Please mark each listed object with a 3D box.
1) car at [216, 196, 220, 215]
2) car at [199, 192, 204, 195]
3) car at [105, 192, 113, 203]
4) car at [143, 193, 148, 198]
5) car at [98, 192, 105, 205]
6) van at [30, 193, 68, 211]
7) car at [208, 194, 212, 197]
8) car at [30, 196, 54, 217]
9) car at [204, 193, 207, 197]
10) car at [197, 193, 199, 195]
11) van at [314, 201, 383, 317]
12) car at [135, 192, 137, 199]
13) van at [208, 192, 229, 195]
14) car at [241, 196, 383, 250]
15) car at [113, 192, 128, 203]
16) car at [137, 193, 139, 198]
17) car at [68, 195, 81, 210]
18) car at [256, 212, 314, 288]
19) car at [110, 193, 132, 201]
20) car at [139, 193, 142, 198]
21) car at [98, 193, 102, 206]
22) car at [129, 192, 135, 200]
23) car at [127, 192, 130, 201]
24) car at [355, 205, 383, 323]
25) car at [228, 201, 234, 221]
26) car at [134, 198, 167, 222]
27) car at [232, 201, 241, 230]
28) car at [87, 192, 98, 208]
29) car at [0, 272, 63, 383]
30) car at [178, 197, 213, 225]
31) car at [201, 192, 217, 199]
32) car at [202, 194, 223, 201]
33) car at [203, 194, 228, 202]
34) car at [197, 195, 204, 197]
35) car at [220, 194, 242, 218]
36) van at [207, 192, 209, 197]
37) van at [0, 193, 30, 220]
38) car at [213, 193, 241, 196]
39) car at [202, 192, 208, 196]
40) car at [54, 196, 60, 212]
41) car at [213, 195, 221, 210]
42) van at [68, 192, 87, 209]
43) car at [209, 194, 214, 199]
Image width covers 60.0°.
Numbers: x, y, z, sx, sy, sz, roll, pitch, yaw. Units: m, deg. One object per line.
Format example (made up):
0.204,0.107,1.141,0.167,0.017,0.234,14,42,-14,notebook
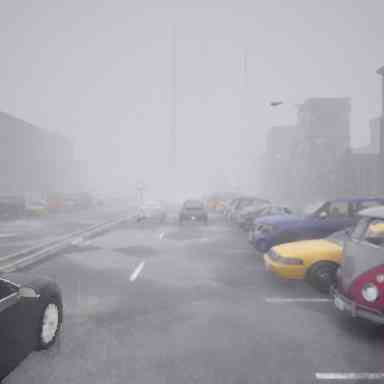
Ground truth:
4.698,1.344,27.609,4.892,1.521,2.231,0,0,0,car
4.640,0.994,63.741,5.566,2.045,2.435,0,0,0,car
-15.583,1.067,50.996,5.566,2.045,2.435,0,0,0,car
-15.581,0.903,89.602,5.566,2.045,2.435,0,0,0,car
-15.581,1.199,48.361,4.553,1.767,2.185,0,0,0,car
-15.647,1.125,34.447,4.442,1.987,1.878,0,0,0,van
4.685,1.349,41.505,4.674,1.452,2.002,0,0,0,car
-15.337,1.360,28.934,5.366,1.575,1.946,0,0,0,car
4.672,1.288,49.844,4.892,1.521,2.231,0,0,0,car
4.737,0.899,91.526,5.566,2.045,2.435,0,0,0,car
4.590,1.218,5.376,4.442,1.987,1.878,0,0,0,van
-15.587,1.258,75.686,4.674,1.452,2.002,0,0,0,car
4.798,1.076,44.284,4.442,1.987,1.878,0,0,0,van
4.675,1.160,10.933,5.566,2.045,2.435,0,0,0,car
-15.545,1.300,64.785,4.792,1.488,2.163,0,0,0,car
-15.591,1.243,78.574,4.674,1.452,2.002,0,0,0,car
-15.540,1.346,37.206,5.008,1.535,2.097,0,0,0,car
4.519,1.424,8.157,5.366,1.575,1.946,0,0,0,car
-15.555,1.106,73.058,4.553,1.767,2.185,0,0,0,car
-15.592,1.190,81.331,5.008,1.535,2.097,0,0,0,car
-15.541,1.330,45.604,5.008,1.535,2.097,0,0,0,car
-15.554,0.994,70.300,5.566,2.045,2.435,0,0,0,car
-15.580,1.298,67.543,4.674,1.452,2.002,0,0,0,car
4.680,1.210,2.599,5.566,2.045,2.435,0,0,0,car
4.695,1.412,19.272,4.674,1.452,2.002,0,0,0,car
-2.916,1.396,24.754,1.812,1.442,4.674,0,0,0,car
4.693,1.385,16.493,4.892,1.521,2.231,0,0,0,car
-15.571,1.085,42.721,5.566,2.045,2.435,0,0,0,car
-2.902,1.482,3.225,1.837,1.490,4.892,0,0,0,car
0.085,1.371,22.675,2.128,1.511,4.902,0,0,0,car
4.748,1.019,94.339,4.553,1.767,2.185,0,0,0,car
4.704,1.225,77.632,4.792,1.488,2.163,0,0,0,car
4.661,1.237,66.521,4.892,1.521,2.231,0,0,0,car
0.074,1.395,40.118,1.994,1.385,4.181,0,0,0,car
4.663,1.225,24.831,4.553,1.767,2.185,0,0,0,car
4.797,1.069,47.063,4.442,1.987,1.878,0,0,0,van
-15.636,1.144,26.174,4.442,1.987,1.878,0,0,0,van
4.720,1.202,33.167,4.553,1.767,2.185,0,0,0,car
4.641,1.284,60.962,4.792,1.488,2.163,0,0,0,car
-15.524,1.397,31.691,4.674,1.452,2.002,0,0,0,car
4.686,1.335,30.386,5.008,1.535,2.097,0,0,0,car
-15.422,1.116,39.963,4.442,1.987,1.878,0,0,0,van
4.681,1.321,35.946,5.008,1.535,2.097,0,0,0,car
